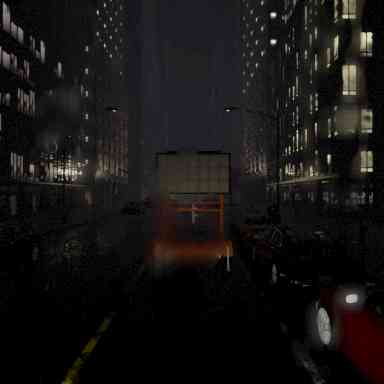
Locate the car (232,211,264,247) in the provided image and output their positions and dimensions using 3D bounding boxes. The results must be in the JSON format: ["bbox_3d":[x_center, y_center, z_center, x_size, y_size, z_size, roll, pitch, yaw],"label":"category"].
[{"bbox_3d":[2.759,1.522,14.825,1.752,1.417,4.829,0,0,0],"label":"car"}]

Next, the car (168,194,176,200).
[{"bbox_3d":[-5.306,1.388,88.311,1.752,1.417,4.829,1,0,0],"label":"car"}]

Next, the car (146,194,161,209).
[{"bbox_3d":[-5.499,1.408,43.077,1.967,1.590,4.097,0,0,0],"label":"car"}]

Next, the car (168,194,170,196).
[{"bbox_3d":[-5.428,1.519,60.102,1.802,1.307,4.206,1,0,0],"label":"car"}]

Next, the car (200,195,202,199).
[{"bbox_3d":[2.953,1.519,60.052,1.802,1.307,4.206,1,0,0],"label":"car"}]

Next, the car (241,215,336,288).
[{"bbox_3d":[2.734,1.550,8.978,2.008,1.369,4.403,0,0,0],"label":"car"}]

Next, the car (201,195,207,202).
[{"bbox_3d":[2.929,1.531,54.378,1.802,1.307,4.206,1,0,0],"label":"car"}]

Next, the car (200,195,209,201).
[{"bbox_3d":[3.050,1.446,82.751,1.947,1.339,4.313,1,0,0],"label":"car"}]

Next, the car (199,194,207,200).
[{"bbox_3d":[3.099,1.390,94.101,1.887,1.381,4.507,1,0,0],"label":"car"}]

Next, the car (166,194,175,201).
[{"bbox_3d":[-5.329,1.320,82.805,1.967,1.590,4.097,1,0,0],"label":"car"}]

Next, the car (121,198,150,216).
[{"bbox_3d":[-5.549,1.527,31.725,1.887,1.381,4.507,0,0,0],"label":"car"}]

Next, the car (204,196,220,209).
[{"bbox_3d":[2.880,1.533,43.029,1.947,1.339,4.313,0,0,0],"label":"car"}]

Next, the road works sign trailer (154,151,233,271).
[{"bbox_3d":[0.046,0.463,10.901,2.380,3.560,2.880,0,0,0],"label":"road works sign trailer"}]

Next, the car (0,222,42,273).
[{"bbox_3d":[-5.646,1.550,9.021,2.008,1.369,4.403,0,0,0],"label":"car"}]

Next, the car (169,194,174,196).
[{"bbox_3d":[-5.376,1.226,71.454,2.192,1.841,5.009,1,0,0],"label":"car"}]

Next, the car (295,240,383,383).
[{"bbox_3d":[2.710,1.545,3.304,1.887,1.381,4.507,0,0,0],"label":"car"}]

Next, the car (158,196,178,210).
[{"bbox_3d":[-2.818,1.531,42.962,1.994,1.385,4.181,0,0,0],"label":"car"}]
